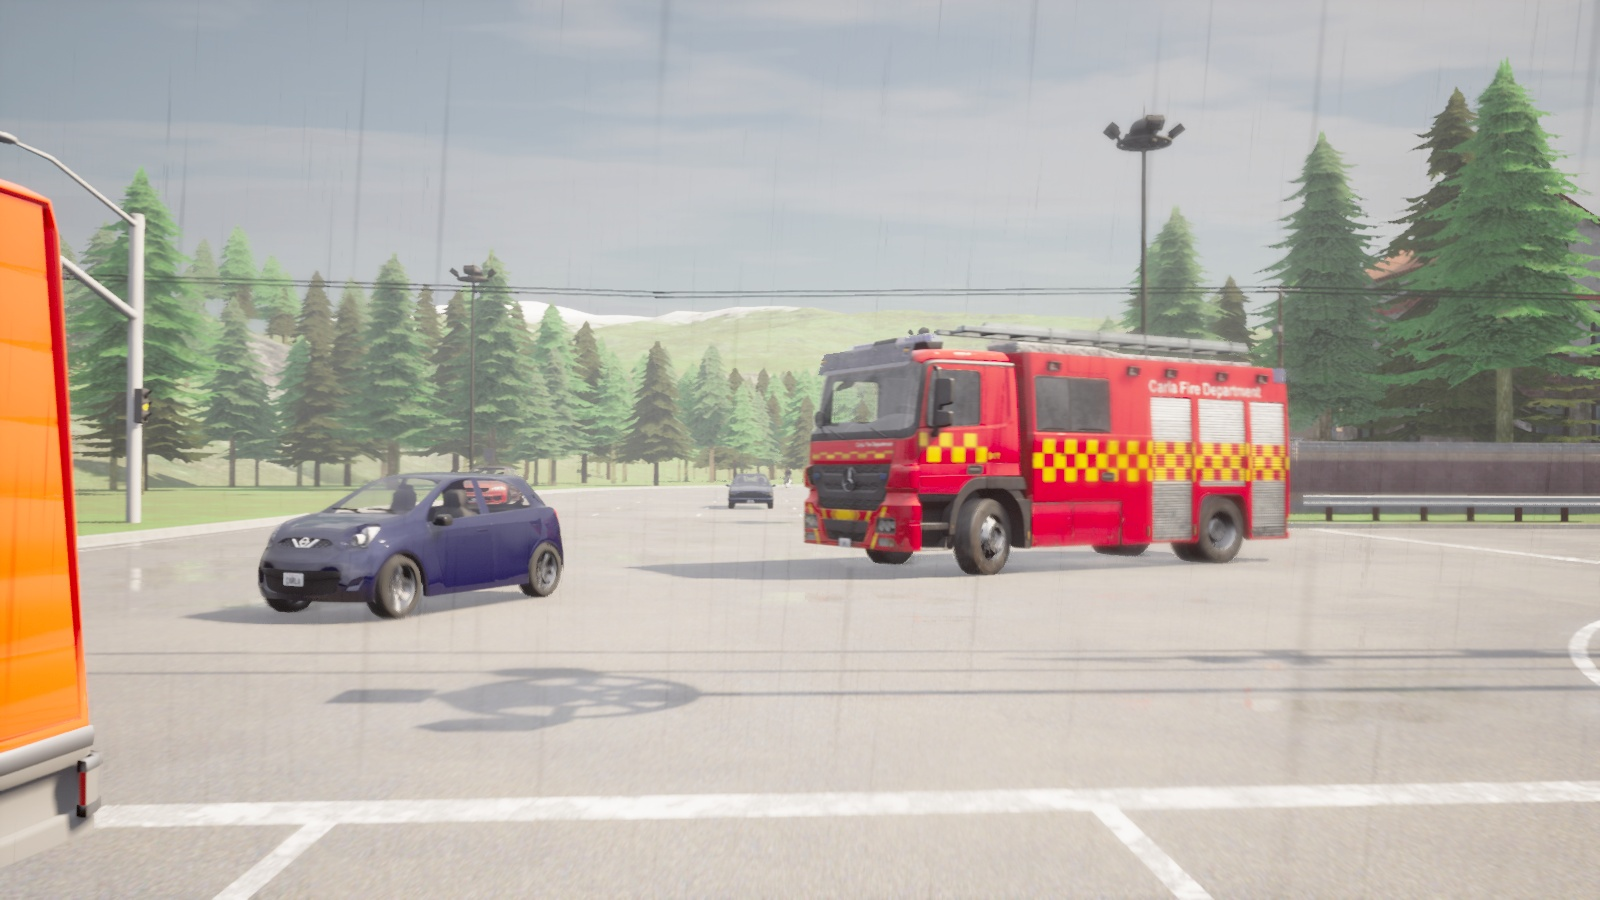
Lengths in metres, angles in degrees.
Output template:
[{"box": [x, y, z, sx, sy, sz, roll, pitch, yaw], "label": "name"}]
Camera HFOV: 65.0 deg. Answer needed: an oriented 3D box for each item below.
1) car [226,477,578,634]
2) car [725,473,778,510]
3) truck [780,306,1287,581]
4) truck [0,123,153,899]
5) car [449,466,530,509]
[{"box": [-4.318, 1.062, 14.190, 1.845, 1.501, 3.633, -1, -1, 24], "label": "car"}, {"box": [-1.961, 1.660, 51.360, 2.033, 1.411, 5.357, 0, -1, -2], "label": "car"}, {"box": [4.067, -0.044, 20.893, 8.468, 3.827, 2.891, 0, -1, -31], "label": "truck"}, {"box": [-3.518, 0.360, 1.453, 2.627, 2.467, 5.204, -1, -1, 4], "label": "truck"}, {"box": [-12.443, 1.484, 50.623, 2.242, 1.667, 4.611, 0, -1, -2], "label": "car"}]
